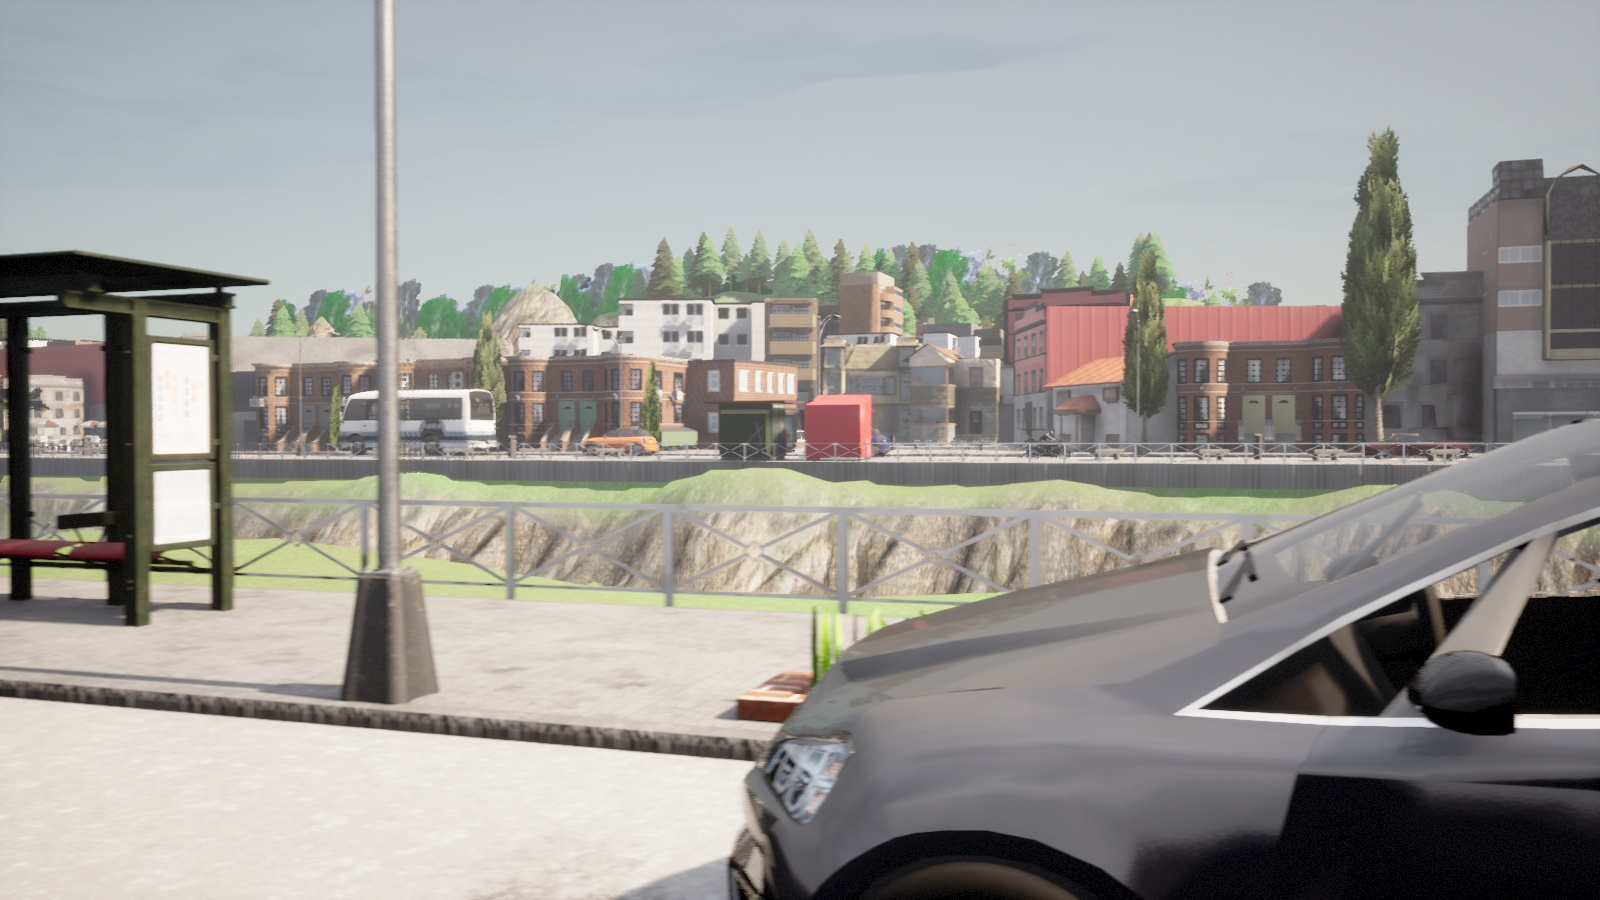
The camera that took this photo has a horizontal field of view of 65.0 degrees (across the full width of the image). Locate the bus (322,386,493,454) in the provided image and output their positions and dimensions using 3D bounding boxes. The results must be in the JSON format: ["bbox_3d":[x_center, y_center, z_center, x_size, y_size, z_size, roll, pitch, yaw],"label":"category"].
[{"bbox_3d":[-25.472,-1.952,81.579,10.273,4.253,3.944,1,1,19],"label":"bus"}]

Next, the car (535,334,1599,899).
[{"bbox_3d":[1.967,0.629,3.057,4.611,1.667,2.242,1,1,19],"label":"car"}]

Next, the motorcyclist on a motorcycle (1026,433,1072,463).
[{"bbox_3d":[12.806,-0.123,64.514,2.191,1.530,0.866,1,1,19],"label":"motorcyclist on a motorcycle"}]

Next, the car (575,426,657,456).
[{"bbox_3d":[-11.242,-0.587,76.813,4.553,1.767,2.097,1,1,19],"label":"car"}]

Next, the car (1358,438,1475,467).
[{"bbox_3d":[28.917,0.089,59.100,4.718,1.301,1.895,1,1,19],"label":"car"}]

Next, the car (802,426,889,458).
[{"bbox_3d":[2.624,-0.461,72.153,4.553,1.767,2.097,1,1,19],"label":"car"}]
